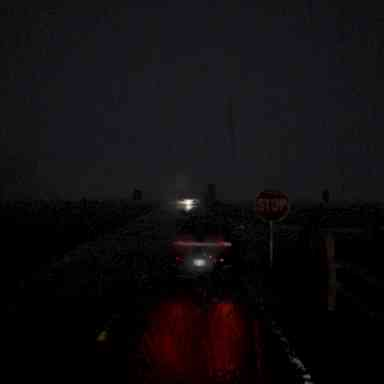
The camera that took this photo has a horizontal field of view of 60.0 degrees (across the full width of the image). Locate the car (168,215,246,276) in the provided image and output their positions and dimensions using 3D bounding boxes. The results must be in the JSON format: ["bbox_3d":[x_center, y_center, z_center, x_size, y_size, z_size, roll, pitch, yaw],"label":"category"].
[{"bbox_3d":[0.591,1.468,10.341,2.128,1.511,4.902,0,0,10],"label":"car"}]
